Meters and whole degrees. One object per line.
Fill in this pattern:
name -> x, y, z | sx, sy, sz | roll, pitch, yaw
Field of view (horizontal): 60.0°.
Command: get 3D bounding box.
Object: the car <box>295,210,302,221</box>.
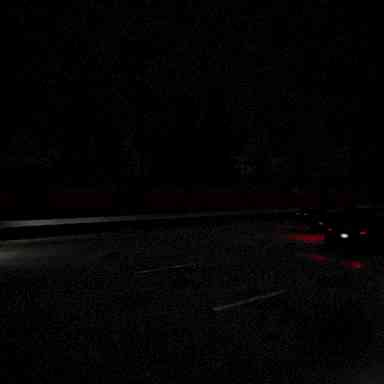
car -> 9.619, 1.547, 23.712 | 5.357, 1.411, 2.033 | 0, 0, -36

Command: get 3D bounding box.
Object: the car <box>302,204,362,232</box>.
car -> 8.678, 1.477, 18.695 | 5.008, 1.535, 1.882 | 0, 0, -36

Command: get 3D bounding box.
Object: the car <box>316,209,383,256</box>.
car -> 7.163, 1.564, 13.269 | 4.181, 1.385, 1.994 | 0, 0, -36
